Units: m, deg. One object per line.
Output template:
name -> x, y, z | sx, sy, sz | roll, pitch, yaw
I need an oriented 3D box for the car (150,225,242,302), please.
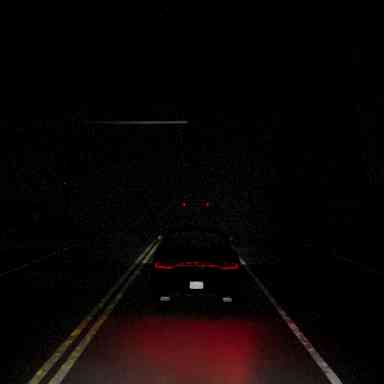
car -> 0.087, 1.594, 8.582 | 1.882, 1.535, 5.008 | 1, -1, 0
